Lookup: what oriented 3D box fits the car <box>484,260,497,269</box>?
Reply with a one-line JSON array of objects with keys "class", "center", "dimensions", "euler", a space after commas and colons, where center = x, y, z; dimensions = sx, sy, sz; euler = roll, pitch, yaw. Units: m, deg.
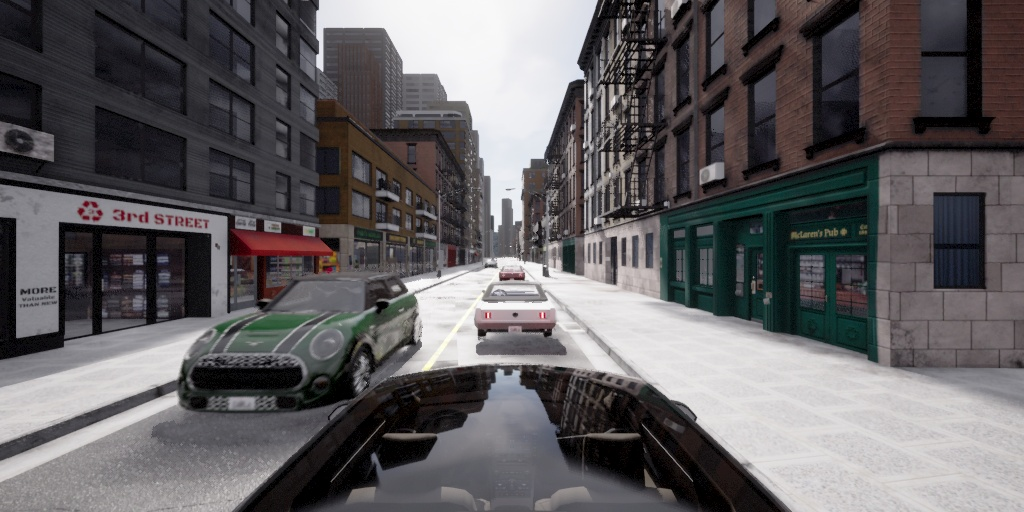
[{"class": "car", "center": [-3.262, 1.297, 56.781], "dimensions": [1.994, 1.385, 4.181], "euler": [0, 0, 0]}]

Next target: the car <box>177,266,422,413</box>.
[{"class": "car", "center": [-3.120, 1.102, 6.372], "dimensions": [2.097, 1.767, 4.553], "euler": [0, 0, 0]}]

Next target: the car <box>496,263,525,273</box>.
[{"class": "car", "center": [-0.006, 1.347, 27.047], "dimensions": [1.895, 1.301, 4.718], "euler": [0, 0, 0]}]

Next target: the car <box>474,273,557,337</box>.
[{"class": "car", "center": [0.064, 1.351, 10.230], "dimensions": [1.895, 1.301, 4.718], "euler": [0, 0, 0]}]
